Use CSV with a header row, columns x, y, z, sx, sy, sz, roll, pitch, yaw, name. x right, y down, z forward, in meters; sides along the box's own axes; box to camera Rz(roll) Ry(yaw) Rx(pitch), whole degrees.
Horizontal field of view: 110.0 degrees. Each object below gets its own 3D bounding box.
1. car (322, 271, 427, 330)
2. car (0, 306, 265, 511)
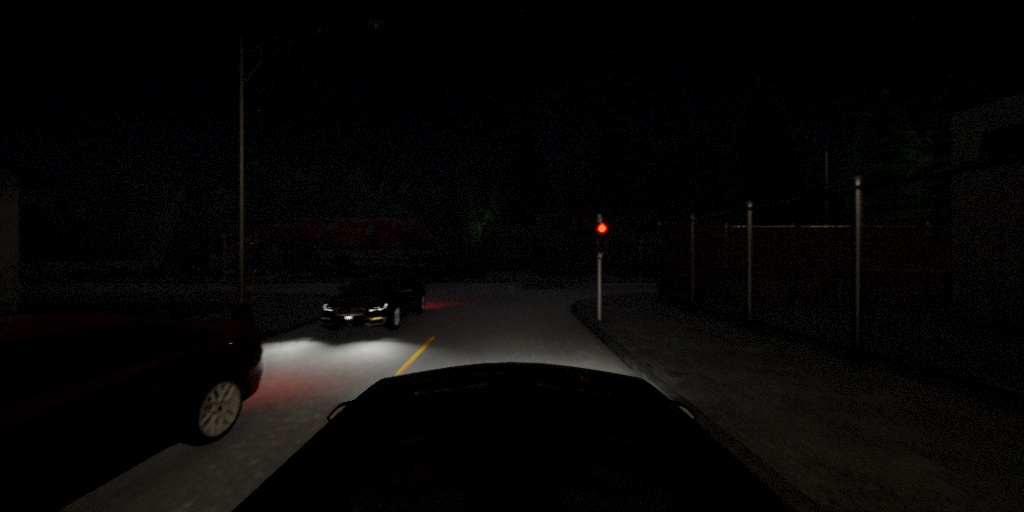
x,y,z,sx,sy,sz,roll,pitch,yaw,name
-4.005,1.256,11.207,1.837,1.490,4.892,0,0,0,car
-4.076,1.230,2.435,1.882,1.535,5.008,0,0,0,car
